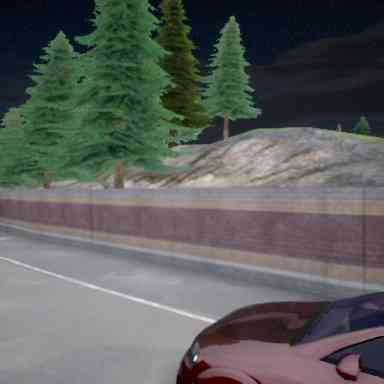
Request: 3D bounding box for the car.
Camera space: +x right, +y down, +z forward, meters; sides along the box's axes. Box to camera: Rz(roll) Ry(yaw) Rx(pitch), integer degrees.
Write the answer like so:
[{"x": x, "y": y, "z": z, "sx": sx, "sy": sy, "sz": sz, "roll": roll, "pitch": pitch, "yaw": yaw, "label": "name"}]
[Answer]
[{"x": 1.901, "y": 1.574, "z": 2.733, "sx": 4.181, "sy": 1.385, "sz": 1.994, "roll": 0, "pitch": 0, "yaw": 36, "label": "car"}]
